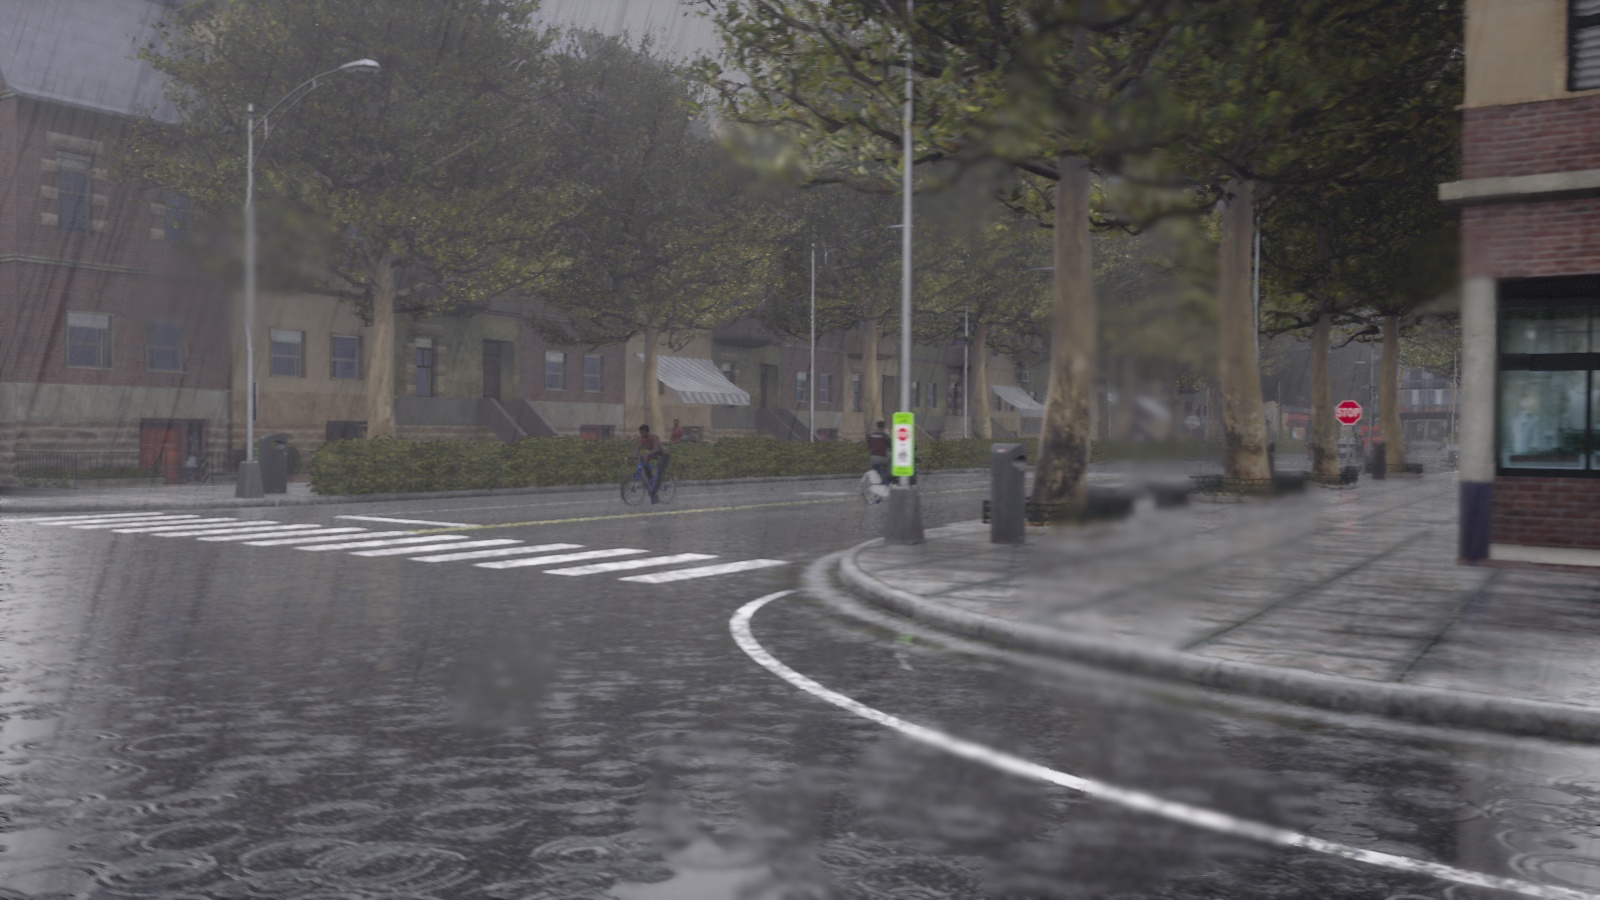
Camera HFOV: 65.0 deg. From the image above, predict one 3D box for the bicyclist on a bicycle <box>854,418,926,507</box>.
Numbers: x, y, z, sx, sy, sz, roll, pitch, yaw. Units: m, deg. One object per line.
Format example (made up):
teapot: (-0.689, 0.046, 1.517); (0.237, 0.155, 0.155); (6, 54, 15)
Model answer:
bicyclist on a bicycle: (1.887, 0.231, 26.027); (0.659, 1.776, 1.843); (0, 1, 33)

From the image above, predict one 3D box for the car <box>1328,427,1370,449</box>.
car: (38.687, -0.878, 88.464); (2.007, 1.525, 4.514); (0, 1, 33)

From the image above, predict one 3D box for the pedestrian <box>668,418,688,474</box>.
pedestrian: (-3.977, -0.134, 41.094); (0.331, 1.846, 0.636); (0, 1, 30)

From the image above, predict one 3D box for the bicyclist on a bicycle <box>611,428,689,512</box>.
bicyclist on a bicycle: (-2.972, 0.372, 24.988); (0.582, 1.620, 1.656); (0, 1, 33)

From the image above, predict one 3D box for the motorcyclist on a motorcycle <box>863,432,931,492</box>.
motorcyclist on a motorcycle: (2.608, 0.287, 33.499); (0.866, 1.530, 2.191); (0, 1, 33)
